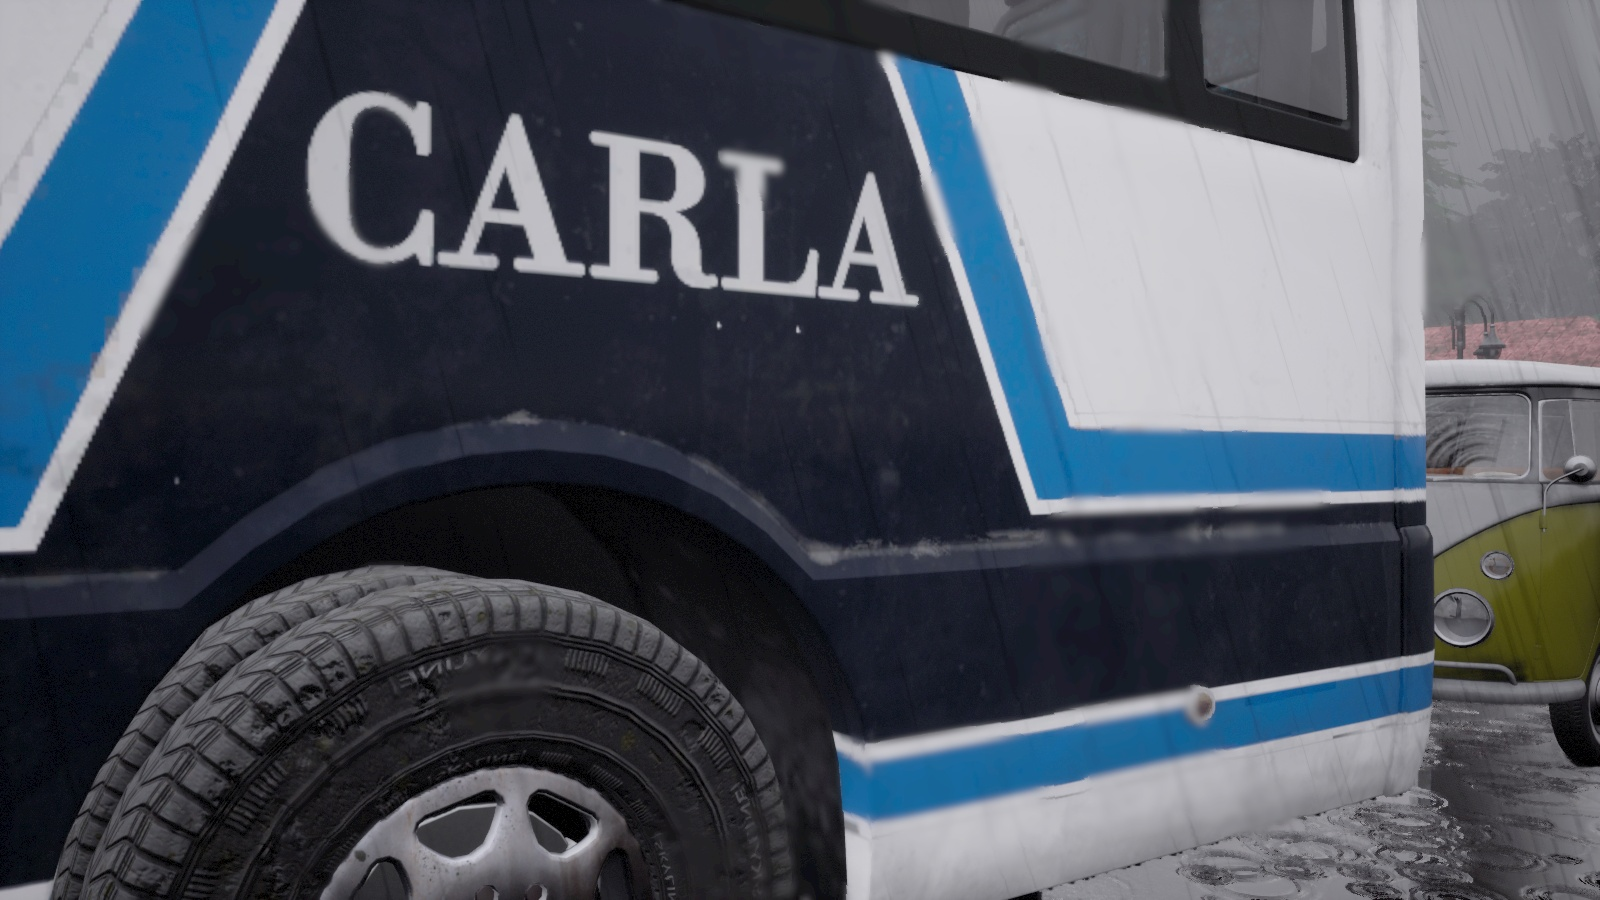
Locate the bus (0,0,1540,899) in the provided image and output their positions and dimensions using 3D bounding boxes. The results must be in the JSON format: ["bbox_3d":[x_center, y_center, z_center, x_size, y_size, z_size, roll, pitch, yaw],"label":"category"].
[{"bbox_3d":[-3.492,-0.620,1.849,10.273,4.253,3.944,0,0,-35],"label":"bus"}]

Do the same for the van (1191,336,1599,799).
[{"bbox_3d":[4.460,0.506,7.382,4.442,1.987,1.775,0,0,-35],"label":"van"}]
